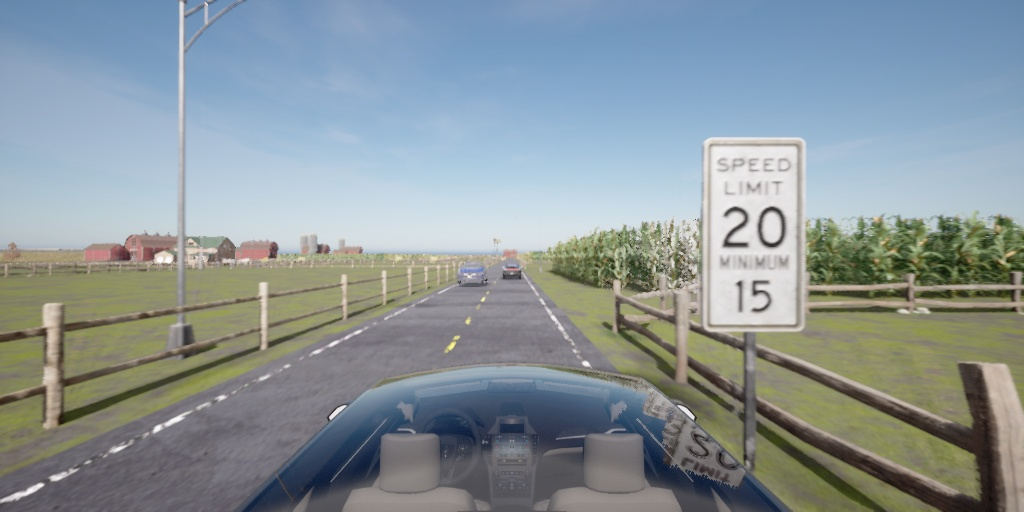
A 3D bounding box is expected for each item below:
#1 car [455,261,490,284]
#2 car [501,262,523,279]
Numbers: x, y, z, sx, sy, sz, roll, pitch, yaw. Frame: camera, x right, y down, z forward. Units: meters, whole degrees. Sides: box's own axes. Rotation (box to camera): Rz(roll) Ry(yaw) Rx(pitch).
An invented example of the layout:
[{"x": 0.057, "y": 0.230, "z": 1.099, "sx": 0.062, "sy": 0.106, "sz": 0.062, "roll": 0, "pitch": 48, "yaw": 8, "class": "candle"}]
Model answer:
[{"x": -2.747, "y": 1.113, "z": 25.609, "sx": 1.812, "sy": 1.442, "sz": 4.674, "roll": 0, "pitch": 0, "yaw": 0, "class": "car"}, {"x": 0.012, "y": 1.404, "z": 34.723, "sx": 2.128, "sy": 1.511, "sz": 4.902, "roll": 0, "pitch": 0, "yaw": 0, "class": "car"}]
